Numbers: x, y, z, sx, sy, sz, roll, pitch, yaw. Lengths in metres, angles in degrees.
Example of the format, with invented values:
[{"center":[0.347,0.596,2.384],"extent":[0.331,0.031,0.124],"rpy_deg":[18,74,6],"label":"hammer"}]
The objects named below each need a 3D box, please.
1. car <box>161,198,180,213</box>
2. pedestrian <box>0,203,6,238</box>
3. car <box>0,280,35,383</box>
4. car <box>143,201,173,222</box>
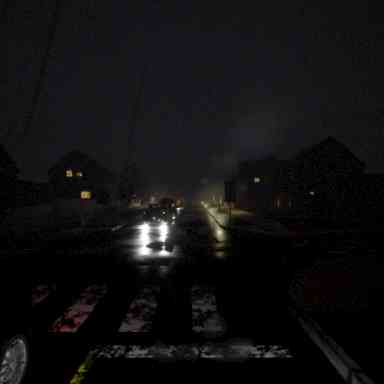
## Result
[{"center":[-2.847,1.455,38.252],"extent":[2.097,1.767,4.553],"rpy_deg":[0,0,0],"label":"car"},{"center":[-9.813,1.386,16.819],"extent":[0.375,1.860,0.375],"rpy_deg":[0,-3,-1],"label":"pedestrian"},{"center":[-2.856,1.531,2.379],"extent":[1.812,1.442,4.674],"rpy_deg":[0,0,0],"label":"car"},{"center":[-2.847,1.663,27.250],"extent":[1.895,1.301,4.718],"rpy_deg":[0,0,0],"label":"car"}]
